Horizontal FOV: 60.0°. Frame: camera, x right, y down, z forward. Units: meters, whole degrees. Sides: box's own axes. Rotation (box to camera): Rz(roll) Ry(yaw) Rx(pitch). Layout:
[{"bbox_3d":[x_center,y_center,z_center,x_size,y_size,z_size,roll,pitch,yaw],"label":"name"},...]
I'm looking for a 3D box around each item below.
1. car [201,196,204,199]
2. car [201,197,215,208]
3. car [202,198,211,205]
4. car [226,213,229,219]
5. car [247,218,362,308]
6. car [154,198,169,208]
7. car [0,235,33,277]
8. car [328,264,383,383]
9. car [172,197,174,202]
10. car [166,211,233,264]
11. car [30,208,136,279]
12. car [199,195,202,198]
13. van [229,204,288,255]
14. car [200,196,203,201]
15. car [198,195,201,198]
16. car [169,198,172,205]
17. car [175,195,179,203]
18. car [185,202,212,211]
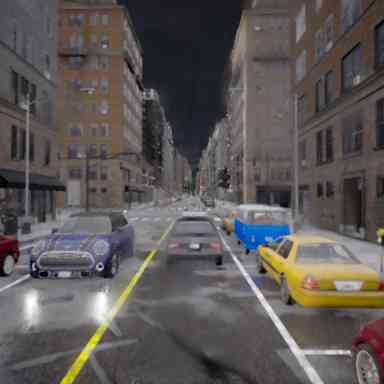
[{"bbox_3d":[3.068,1.969,62.371,1.887,1.381,4.507,1,0,1],"label":"car"},{"bbox_3d":[2.997,1.954,56.840,1.947,1.339,4.313,1,0,1],"label":"car"},{"bbox_3d":[3.211,2.042,73.431,1.887,1.381,4.507,1,0,1],"label":"car"},{"bbox_3d":[2.678,1.660,19.348,1.752,1.417,4.829,1,0,0],"label":"car"},{"bbox_3d":[2.677,1.582,8.001,1.752,1.417,4.829,1,0,0],"label":"car"},{"bbox_3d":[-5.528,1.972,56.946,1.802,1.307,4.206,1,0,1],"label":"car"},{"bbox_3d":[-5.849,1.600,7.835,1.887,1.381,4.507,1,0,0],"label":"car"},{"bbox_3d":[2.675,1.598,2.158,1.802,1.307,4.206,1,0,0],"label":"car"},{"bbox_3d":[-5.385,2.014,68.004,2.008,1.369,4.403,1,0,1],"label":"car"},{"bbox_3d":[0.083,1.632,12.125,2.033,1.411,5.357,0,0,0],"label":"car"},{"bbox_3d":[-3.092,1.424,10.313,2.097,1.767,4.553,0,0,0],"label":"car"},{"bbox_3d":[3.353,2.136,84.491,1.947,1.339,4.313,1,0,1],"label":"car"},{"bbox_3d":[2.679,1.435,13.506,1.690,1.788,3.998,1,0,0],"label":"van"},{"bbox_3d":[3.139,2.012,67.901,2.008,1.369,4.403,1,0,1],"label":"car"},{"bbox_3d":[3.496,2.192,95.552,2.008,1.369,4.403,1,0,1],"label":"car"},{"bbox_3d":[-5.457,1.992,62.475,1.947,1.339,4.313,1,0,1],"label":"car"},{"bbox_3d":[-5.102,2.132,89.949,1.752,1.417,4.829,1,0,1],"label":"car"},{"bbox_3d":[0.384,1.790,27.371,1.895,1.301,4.718,0,0,5],"label":"car"}]
